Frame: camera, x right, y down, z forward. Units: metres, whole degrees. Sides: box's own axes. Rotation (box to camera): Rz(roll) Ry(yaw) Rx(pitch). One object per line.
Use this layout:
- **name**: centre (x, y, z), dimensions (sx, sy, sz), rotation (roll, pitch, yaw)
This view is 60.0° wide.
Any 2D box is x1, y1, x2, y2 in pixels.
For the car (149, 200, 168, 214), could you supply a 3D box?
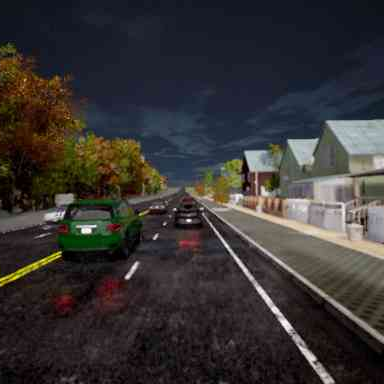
- **car**: centre (-3.711, 1.654, 37.293), dimensions (2.033, 1.411, 5.357), rotation (-1, 0, -1)

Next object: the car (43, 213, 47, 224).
- **car**: centre (-10.246, 1.835, 27.014), dimensions (1.895, 1.301, 4.718), rotation (-1, 0, -1)

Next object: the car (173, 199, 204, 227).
- **car**: centre (-0.240, 1.531, 23.183), dimensions (1.837, 1.490, 4.892), rotation (-1, 0, -1)

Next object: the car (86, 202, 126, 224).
- **car**: centre (-7.008, 1.659, 27.817), dimensions (2.128, 1.511, 4.902), rotation (-1, 0, -1)

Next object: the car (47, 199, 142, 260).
- **car**: centre (-3.337, 1.302, 13.060), dimensions (2.150, 2.045, 5.566), rotation (-1, 0, -1)
